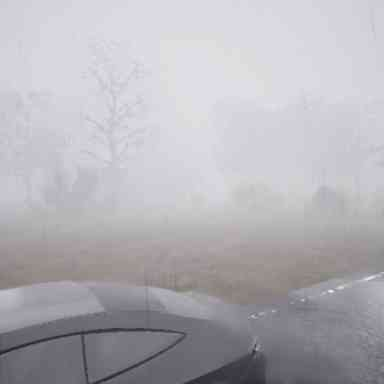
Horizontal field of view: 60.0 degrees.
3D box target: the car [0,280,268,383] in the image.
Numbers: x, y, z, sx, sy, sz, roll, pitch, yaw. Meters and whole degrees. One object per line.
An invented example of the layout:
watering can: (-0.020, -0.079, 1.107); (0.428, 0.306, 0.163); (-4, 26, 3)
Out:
car: (-1.430, 1.527, 2.421); (4.674, 1.442, 1.812); (0, 0, -36)
